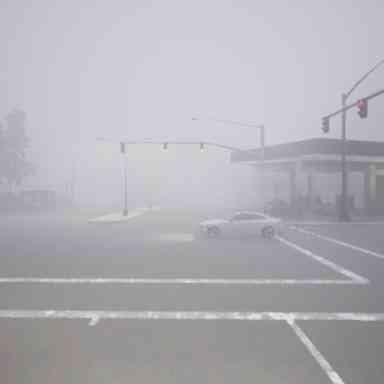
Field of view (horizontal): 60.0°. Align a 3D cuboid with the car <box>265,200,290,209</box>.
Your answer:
[{"bbox_3d":[9.780,1.736,38.445,2.242,1.667,4.611,0,-1,0],"label":"car"}]

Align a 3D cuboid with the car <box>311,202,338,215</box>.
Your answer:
[{"bbox_3d":[15.526,1.905,39.194,1.970,1.475,3.806,0,-1,0],"label":"car"}]

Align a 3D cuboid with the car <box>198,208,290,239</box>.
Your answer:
[{"bbox_3d":[2.668,1.776,18.090,4.674,1.442,1.812,0,-1,0],"label":"car"}]
